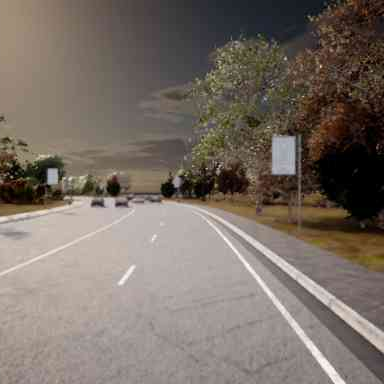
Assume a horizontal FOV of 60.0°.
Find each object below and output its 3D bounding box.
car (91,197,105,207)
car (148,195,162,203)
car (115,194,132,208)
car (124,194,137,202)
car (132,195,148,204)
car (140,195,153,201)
[{"bbox_3d":[-13.852,1.509,49.264,2.033,1.411,5.357,0,0,-11],"label":"car"},{"bbox_3d":[-7.261,1.469,66.135,1.812,1.442,4.674,0,0,-18],"label":"car"},{"bbox_3d":[-10.137,1.447,48.256,1.882,1.535,5.008,0,0,-10],"label":"car"},{"bbox_3d":[-13.679,1.296,74.205,1.882,1.535,5.008,0,0,-22],"label":"car"},{"bbox_3d":[-10.418,1.540,64.507,1.895,1.301,4.718,0,0,-18],"label":"car"},{"bbox_3d":[-10.439,1.345,75.534,1.812,1.442,4.674,0,0,-22],"label":"car"}]
